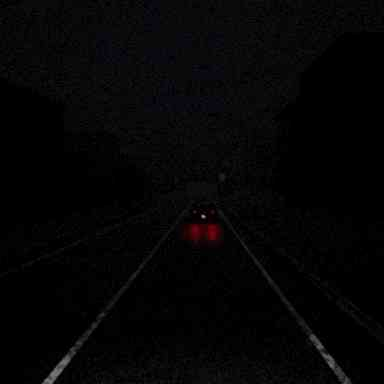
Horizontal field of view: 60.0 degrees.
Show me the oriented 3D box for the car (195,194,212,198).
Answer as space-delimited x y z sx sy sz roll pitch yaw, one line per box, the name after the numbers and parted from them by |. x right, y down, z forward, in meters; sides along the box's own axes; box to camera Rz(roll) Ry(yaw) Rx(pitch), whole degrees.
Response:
1.429 0.960 41.608 2.128 1.511 4.902 0 1 2 | car

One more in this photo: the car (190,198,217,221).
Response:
0.880 1.387 25.208 1.895 1.301 4.718 0 1 2 | car
